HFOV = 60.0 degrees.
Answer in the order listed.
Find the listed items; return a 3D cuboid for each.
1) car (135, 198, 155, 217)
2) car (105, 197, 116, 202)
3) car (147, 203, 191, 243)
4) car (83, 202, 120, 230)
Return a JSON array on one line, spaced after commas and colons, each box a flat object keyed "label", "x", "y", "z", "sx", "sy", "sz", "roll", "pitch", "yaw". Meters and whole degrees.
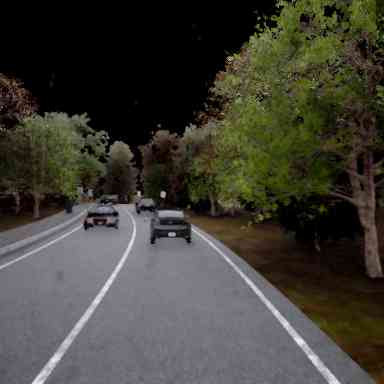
[{"label": "car", "x": -5.092, "y": 1.409, "z": 36.425, "sx": 2.097, "sy": 1.767, "sz": 4.553, "roll": 1, "pitch": 0, "yaw": -13}, {"label": "car", "x": -14.987, "y": 1.578, "z": 61.302, "sx": 1.994, "sy": 1.385, "sz": 4.181, "roll": 1, "pitch": -1, "yaw": -14}, {"label": "car", "x": -1.153, "y": 1.542, "z": 16.429, "sx": 1.837, "sy": 1.490, "sz": 4.892, "roll": 1, "pitch": 0, "yaw": -7}, {"label": "car", "x": -5.564, "y": 1.567, "z": 20.941, "sx": 1.994, "sy": 1.385, "sz": 4.181, "roll": 1, "pitch": 0, "yaw": -10}]
